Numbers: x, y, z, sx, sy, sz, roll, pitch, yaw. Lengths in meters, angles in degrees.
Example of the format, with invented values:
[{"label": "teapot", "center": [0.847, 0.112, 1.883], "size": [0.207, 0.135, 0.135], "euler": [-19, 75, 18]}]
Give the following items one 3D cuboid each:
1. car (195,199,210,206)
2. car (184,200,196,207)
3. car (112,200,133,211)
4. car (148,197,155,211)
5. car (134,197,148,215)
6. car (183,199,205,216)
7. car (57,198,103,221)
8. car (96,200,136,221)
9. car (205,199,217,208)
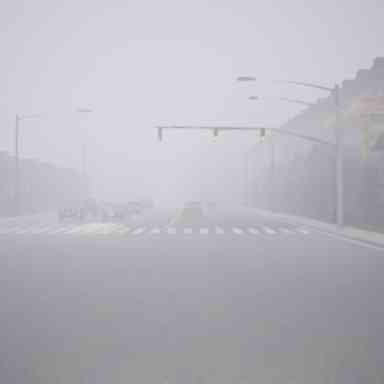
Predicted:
[{"label": "car", "center": [2.213, 2.170, 71.510], "size": [1.812, 1.442, 4.674], "euler": [0, -1, -17]}, {"label": "car", "center": [-0.364, 2.326, 66.406], "size": [1.895, 1.301, 4.718], "euler": [0, -1, -6]}, {"label": "car", "center": [-10.554, 2.046, 50.775], "size": [2.128, 1.511, 4.902], "euler": [0, -1, 0]}, {"label": "car", "center": [-7.056, 1.778, 51.017], "size": [2.150, 2.045, 5.566], "euler": [0, -1, 0]}, {"label": "car", "center": [-7.078, 1.794, 40.438], "size": [2.097, 1.767, 4.553], "euler": [0, -1, 0]}, {"label": "car", "center": [0.079, 1.767, 37.991], "size": [2.097, 1.767, 4.553], "euler": [0, -1, 0]}, {"label": "car", "center": [-10.567, 1.563, 31.249], "size": [2.150, 2.045, 5.566], "euler": [0, -1, 2]}, {"label": "car", "center": [-7.079, 1.836, 31.492], "size": [2.128, 1.511, 4.902], "euler": [0, -1, 0]}, {"label": "car", "center": [3.464, 2.240, 61.891], "size": [1.994, 1.385, 4.181], "euler": [0, -1, -3]}]
